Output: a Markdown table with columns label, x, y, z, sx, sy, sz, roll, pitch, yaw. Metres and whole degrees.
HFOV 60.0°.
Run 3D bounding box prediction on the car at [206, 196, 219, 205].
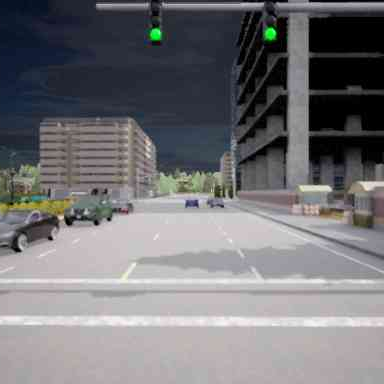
| label | x | y | z | sx | sy | sz | roll | pitch | yaw |
| --- | --- | --- | --- | --- | --- | --- | --- | --- | --- |
| car | 3.474 | 1.507 | 57.235 | 1.812 | 1.442 | 4.674 | 0 | 0 | 0 |

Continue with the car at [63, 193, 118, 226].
| label | x | y | z | sx | sy | sz | roll | pitch | yaw |
| --- | --- | --- | --- | --- | --- | --- | --- | --- | --- |
| car | -7.107 | 1.198 | 23.595 | 2.150 | 2.045 | 5.566 | 0 | 0 | 0 |

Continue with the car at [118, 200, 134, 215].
| label | x | y | z | sx | sy | sz | roll | pitch | yaw |
| --- | --- | --- | --- | --- | --- | --- | --- | --- | --- |
| car | -7.087 | 1.547 | 33.653 | 1.994 | 1.385 | 4.181 | 0 | 0 | 0 |

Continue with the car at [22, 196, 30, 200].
| label | x | y | z | sx | sy | sz | roll | pitch | yaw |
| --- | --- | --- | --- | --- | --- | --- | --- | --- | --- |
| car | -28.818 | 1.480 | 55.808 | 3.806 | 1.475 | 1.970 | 0 | 0 | 0 |

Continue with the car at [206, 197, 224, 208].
| label | x | y | z | sx | sy | sz | roll | pitch | yaw |
| --- | --- | --- | --- | --- | --- | --- | --- | --- | --- |
| car | 3.497 | 1.522 | 46.845 | 2.033 | 1.411 | 5.357 | 0 | 0 | 0 |

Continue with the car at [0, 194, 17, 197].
| label | x | y | z | sx | sy | sz | roll | pitch | yaw |
| --- | --- | --- | --- | --- | --- | --- | --- | --- | --- |
| car | -28.805 | 1.234 | 50.230 | 4.605 | 1.855 | 1.932 | 0 | 0 | 0 |

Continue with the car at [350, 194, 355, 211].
| label | x | y | z | sx | sy | sz | roll | pitch | yaw |
| --- | --- | --- | --- | --- | --- | --- | --- | --- | --- |
| car | 16.566 | 1.115 | 31.413 | 1.905 | 1.878 | 3.866 | 0 | 0 | 0 |

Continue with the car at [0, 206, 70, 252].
| label | x | y | z | sx | sy | sz | roll | pitch | yaw |
| --- | --- | --- | --- | --- | --- | --- | --- | --- | --- |
| car | -7.107 | 1.462 | 13.694 | 2.128 | 1.511 | 4.902 | 0 | 0 | 0 |

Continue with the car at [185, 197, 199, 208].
| label | x | y | z | sx | sy | sz | roll | pitch | yaw |
| --- | --- | --- | --- | --- | --- | --- | --- | --- | --- |
| car | -0.005 | 1.458 | 46.495 | 1.882 | 1.535 | 5.008 | 0 | 0 | 0 |

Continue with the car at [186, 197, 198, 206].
| label | x | y | z | sx | sy | sz | roll | pitch | yaw |
| --- | --- | --- | --- | --- | --- | --- | --- | --- | --- |
| car | -0.026 | 1.550 | 56.889 | 1.994 | 1.385 | 4.181 | 0 | 0 | 0 |
